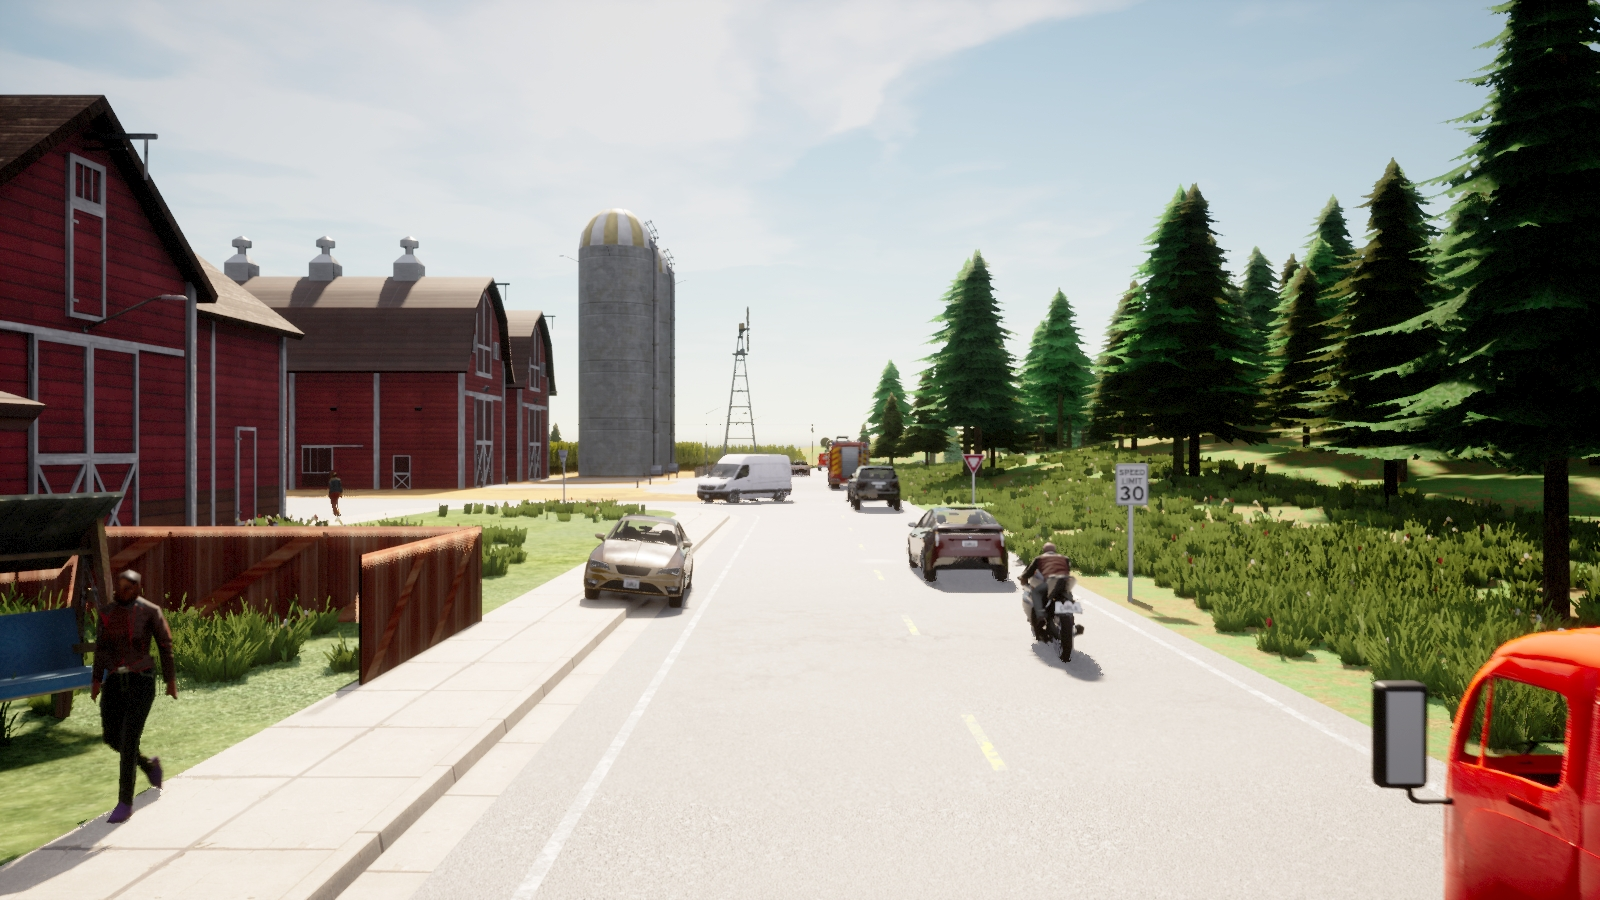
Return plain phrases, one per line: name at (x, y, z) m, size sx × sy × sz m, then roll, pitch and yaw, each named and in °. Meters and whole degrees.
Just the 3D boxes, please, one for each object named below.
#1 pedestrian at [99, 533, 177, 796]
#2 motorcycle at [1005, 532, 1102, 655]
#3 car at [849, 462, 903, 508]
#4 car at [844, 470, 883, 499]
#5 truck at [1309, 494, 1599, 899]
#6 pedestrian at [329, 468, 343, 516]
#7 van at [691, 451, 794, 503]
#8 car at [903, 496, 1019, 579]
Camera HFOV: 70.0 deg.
pedestrian at (-4.861, 1.555, 8.398) m, size 0.375 × 1.860 × 0.375 m, roll 0°, pitch 0°, yaw -5°
motorcycle at (3.519, 1.961, 16.066) m, size 0.867 × 1.460 × 2.209 m, roll 0°, pitch 0°, yaw 0°
car at (3.558, 1.628, 54.582) m, size 2.150 × 2.045 × 5.566 m, roll 0°, pitch 0°, yaw 0°
car at (3.555, 1.908, 64.240) m, size 2.128 × 1.511 × 4.902 m, roll 0°, pitch 0°, yaw 3°
truck at (3.530, 1.429, 2.355) m, size 2.627 × 2.467 × 5.204 m, roll 0°, pitch 0°, yaw 0°
pedestrian at (-18.077, 1.617, 44.513) m, size 0.375 × 1.860 × 0.375 m, roll 0°, pitch 0°, yaw 31°
van at (-2.923, 1.374, 60.054) m, size 1.988 × 2.561 × 5.915 m, roll 1°, pitch 0°, yaw 38°
car at (3.526, 1.900, 25.837) m, size 2.007 × 1.525 × 4.514 m, roll 0°, pitch 0°, yaw 0°
